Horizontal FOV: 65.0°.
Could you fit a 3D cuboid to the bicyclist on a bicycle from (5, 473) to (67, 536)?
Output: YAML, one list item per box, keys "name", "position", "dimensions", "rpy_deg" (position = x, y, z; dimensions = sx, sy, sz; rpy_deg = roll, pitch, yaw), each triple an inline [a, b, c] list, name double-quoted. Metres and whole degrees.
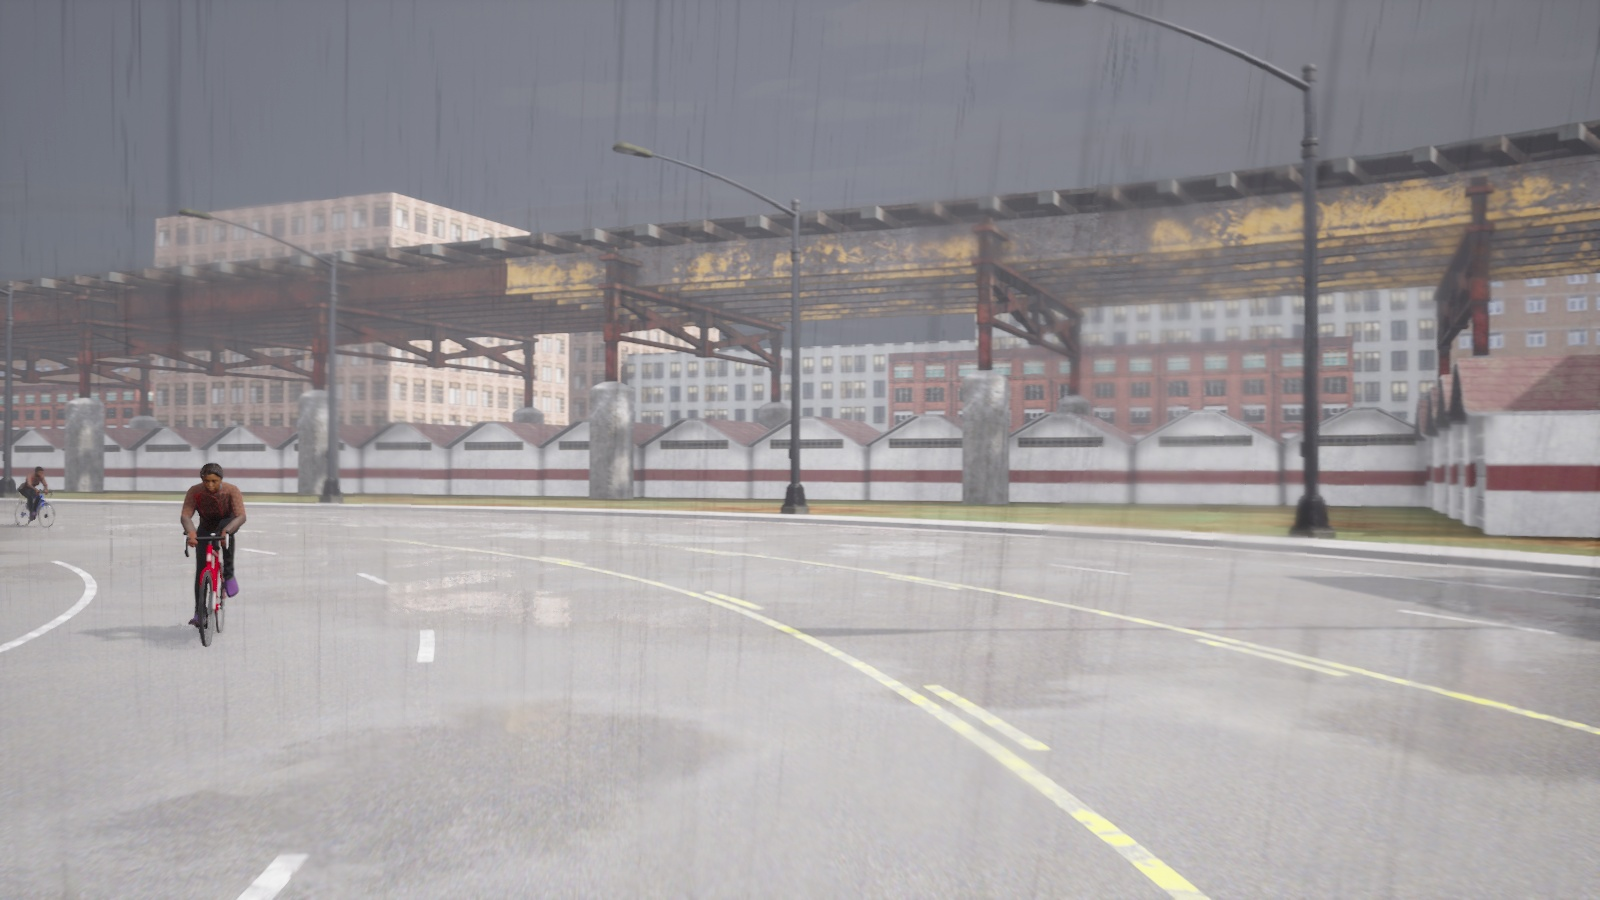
- name: "bicyclist on a bicycle"
  position: [-20.250, 1.427, 33.291]
  dimensions: [1.656, 1.620, 0.582]
  rpy_deg: [0, -1, 25]

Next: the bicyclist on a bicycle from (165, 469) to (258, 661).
- name: "bicyclist on a bicycle"
  position: [-5.364, 0.987, 11.516]
  dimensions: [0.582, 1.620, 1.656]
  rpy_deg: [0, -1, -19]
